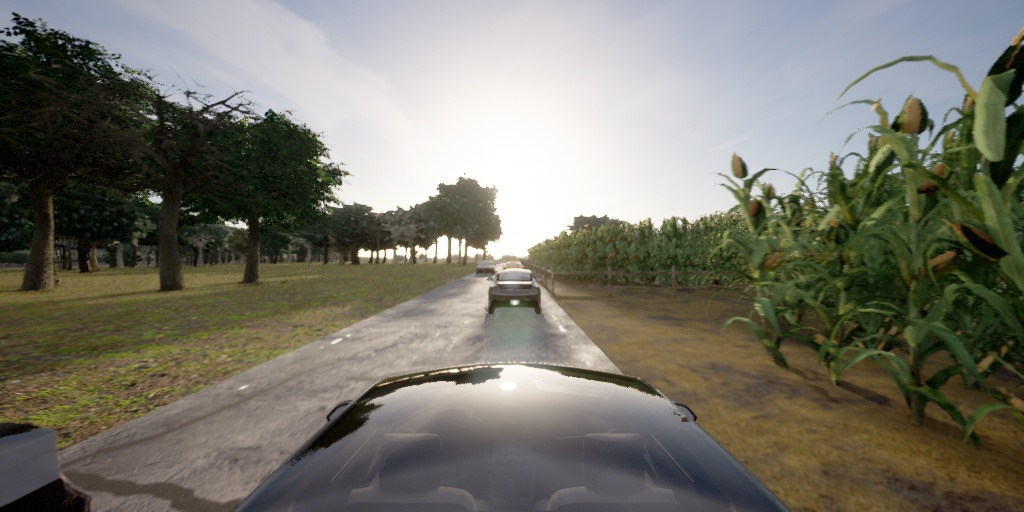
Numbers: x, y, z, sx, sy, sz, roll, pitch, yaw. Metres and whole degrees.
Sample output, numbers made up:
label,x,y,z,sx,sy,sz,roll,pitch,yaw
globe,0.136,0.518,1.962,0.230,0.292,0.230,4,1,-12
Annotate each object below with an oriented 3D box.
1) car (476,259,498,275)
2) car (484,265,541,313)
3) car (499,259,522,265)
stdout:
label,x,y,z,sx,sy,sz,roll,pitch,yaw
car,-2.832,1.262,39.026,1.882,1.535,5.008,0,0,0
car,0.090,1.258,14.017,1.837,1.490,4.892,0,0,0
car,0.110,1.249,32.051,1.882,1.535,5.008,0,0,0
